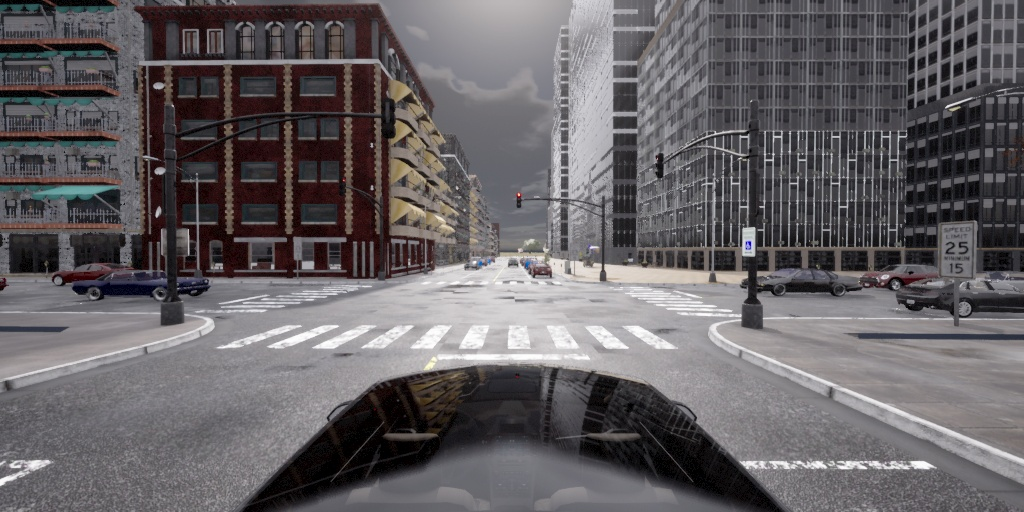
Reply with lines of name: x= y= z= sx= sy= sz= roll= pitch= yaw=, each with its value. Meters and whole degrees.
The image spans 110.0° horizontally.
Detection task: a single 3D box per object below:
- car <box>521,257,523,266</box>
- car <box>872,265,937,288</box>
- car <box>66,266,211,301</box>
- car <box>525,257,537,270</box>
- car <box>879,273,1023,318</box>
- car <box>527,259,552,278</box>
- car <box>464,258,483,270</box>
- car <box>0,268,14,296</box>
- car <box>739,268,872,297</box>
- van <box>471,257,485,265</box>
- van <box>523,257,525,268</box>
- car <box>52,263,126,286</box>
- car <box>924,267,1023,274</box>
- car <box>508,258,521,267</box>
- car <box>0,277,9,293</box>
car: x=2.775 y=1.240 z=55.987 sx=1.888 sy=1.381 sz=4.507 roll=0 pitch=0 yaw=0
car: x=23.417 y=1.230 z=21.599 sx=4.097 sy=1.591 sz=1.967 roll=0 pitch=0 yaw=1
car: x=-16.643 y=1.299 z=16.304 sx=4.718 sy=1.301 sz=1.895 roll=0 pitch=1 yaw=1
car: x=2.738 y=1.159 z=39.049 sx=1.967 sy=1.591 sz=4.097 roll=0 pitch=0 yaw=0
car: x=16.739 y=1.445 z=13.066 sx=4.403 sy=1.370 sz=2.007 roll=0 pitch=0 yaw=1
car: x=2.726 y=1.271 z=33.404 sx=1.888 sy=1.381 sz=4.507 roll=0 pitch=0 yaw=0
car: x=-5.585 y=1.269 z=50.326 sx=1.948 sy=1.339 sz=4.313 roll=0 pitch=0 yaw=0
car: x=-26.522 y=1.255 z=16.463 sx=4.718 sy=1.301 sz=1.895 roll=0 pitch=1 yaw=1
car: x=15.226 y=1.342 z=19.001 sx=5.357 sy=1.411 sz=2.033 roll=0 pitch=1 yaw=1
van: x=-5.573 y=1.035 z=55.973 sx=1.690 sy=1.789 sz=3.998 roll=0 pitch=0 yaw=0
van: x=2.763 y=1.044 z=50.341 sx=1.690 sy=1.789 sz=3.998 roll=0 pitch=0 yaw=0
car: x=-25.812 y=1.109 z=22.356 sx=4.507 sy=1.381 sz=1.888 roll=0 pitch=0 yaw=1
car: x=25.252 y=1.443 z=18.836 sx=4.718 sy=1.301 sz=1.895 roll=0 pitch=1 yaw=1
car: x=0.237 y=1.281 z=64.045 sx=1.895 sy=1.301 sz=4.718 roll=0 pitch=0 yaw=0
car: x=-22.598 y=1.259 z=13.692 sx=4.507 sy=1.381 sz=1.888 roll=0 pitch=0 yaw=1
